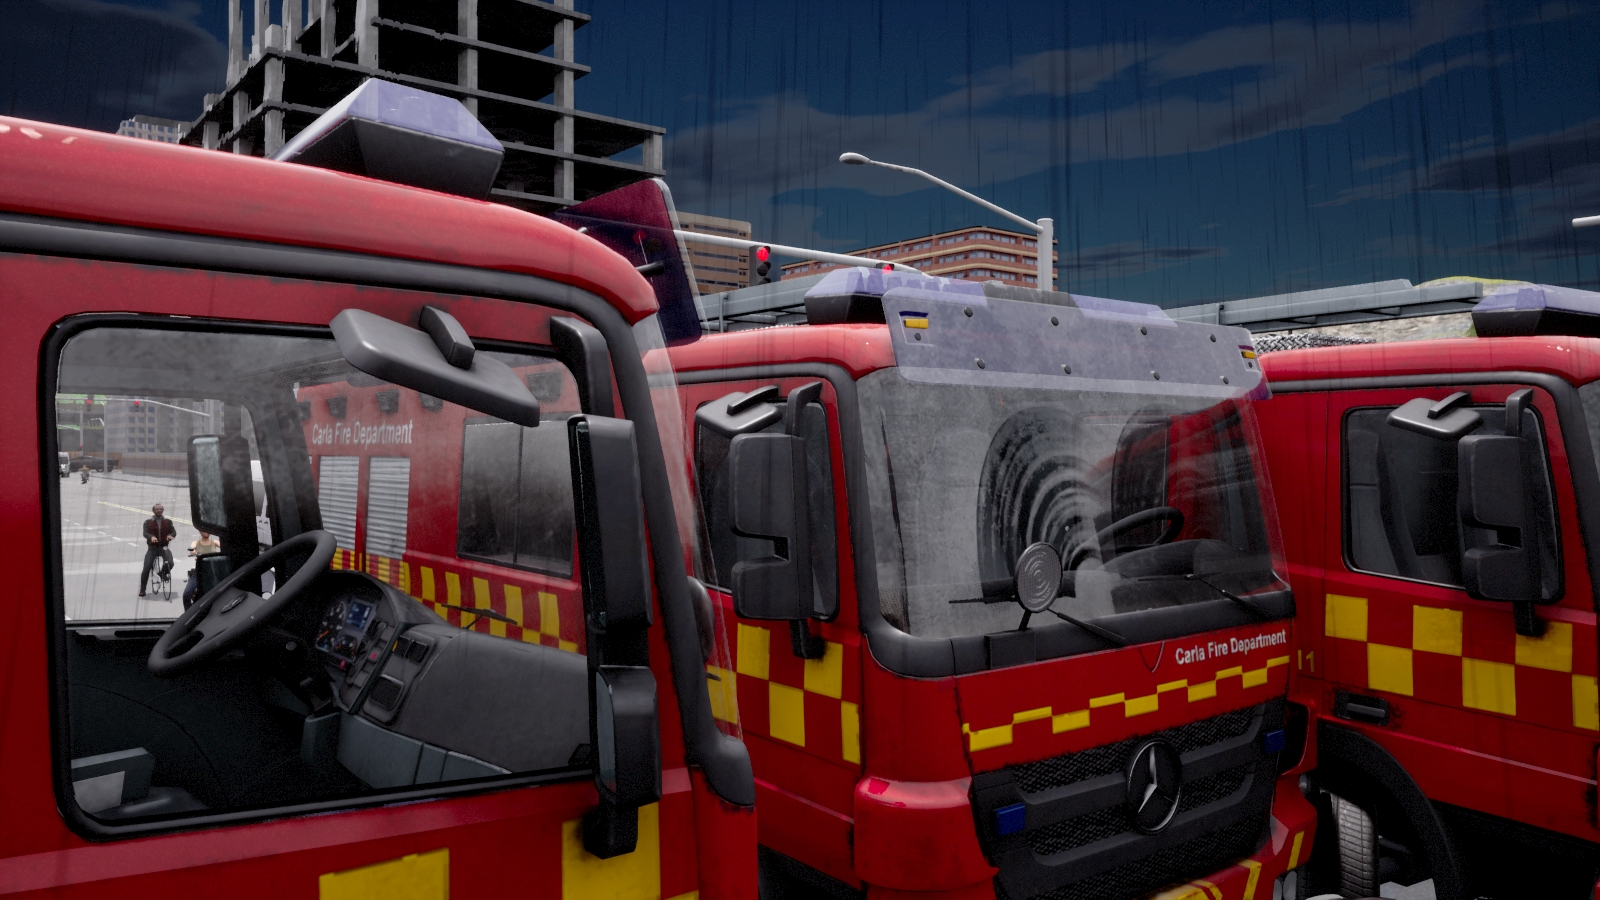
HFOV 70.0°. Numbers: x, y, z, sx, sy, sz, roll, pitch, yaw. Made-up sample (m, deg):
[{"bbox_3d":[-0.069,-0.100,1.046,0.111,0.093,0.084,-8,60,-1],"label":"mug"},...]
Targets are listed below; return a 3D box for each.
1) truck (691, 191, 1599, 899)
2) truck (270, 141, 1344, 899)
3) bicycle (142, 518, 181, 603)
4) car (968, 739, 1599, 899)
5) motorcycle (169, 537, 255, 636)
[{"bbox_3d":[2.348,0.890,8.605,2.891,3.827,8.468,0,0,-31],"label":"truck"},{"bbox_3d":[-1.099,0.890,8.003,2.891,3.827,8.468,0,0,-38],"label":"truck"},{"bbox_3d":[-12.095,2.060,21.614,0.329,1.471,1.835,0,0,-39],"label":"bicycle"},{"bbox_3d":[2.437,2.065,3.109,1.970,1.475,3.806,0,0,-30],"label":"car"},{"bbox_3d":[-9.533,2.155,18.464,0.764,1.307,2.356,0,0,-39],"label":"motorcycle"}]
